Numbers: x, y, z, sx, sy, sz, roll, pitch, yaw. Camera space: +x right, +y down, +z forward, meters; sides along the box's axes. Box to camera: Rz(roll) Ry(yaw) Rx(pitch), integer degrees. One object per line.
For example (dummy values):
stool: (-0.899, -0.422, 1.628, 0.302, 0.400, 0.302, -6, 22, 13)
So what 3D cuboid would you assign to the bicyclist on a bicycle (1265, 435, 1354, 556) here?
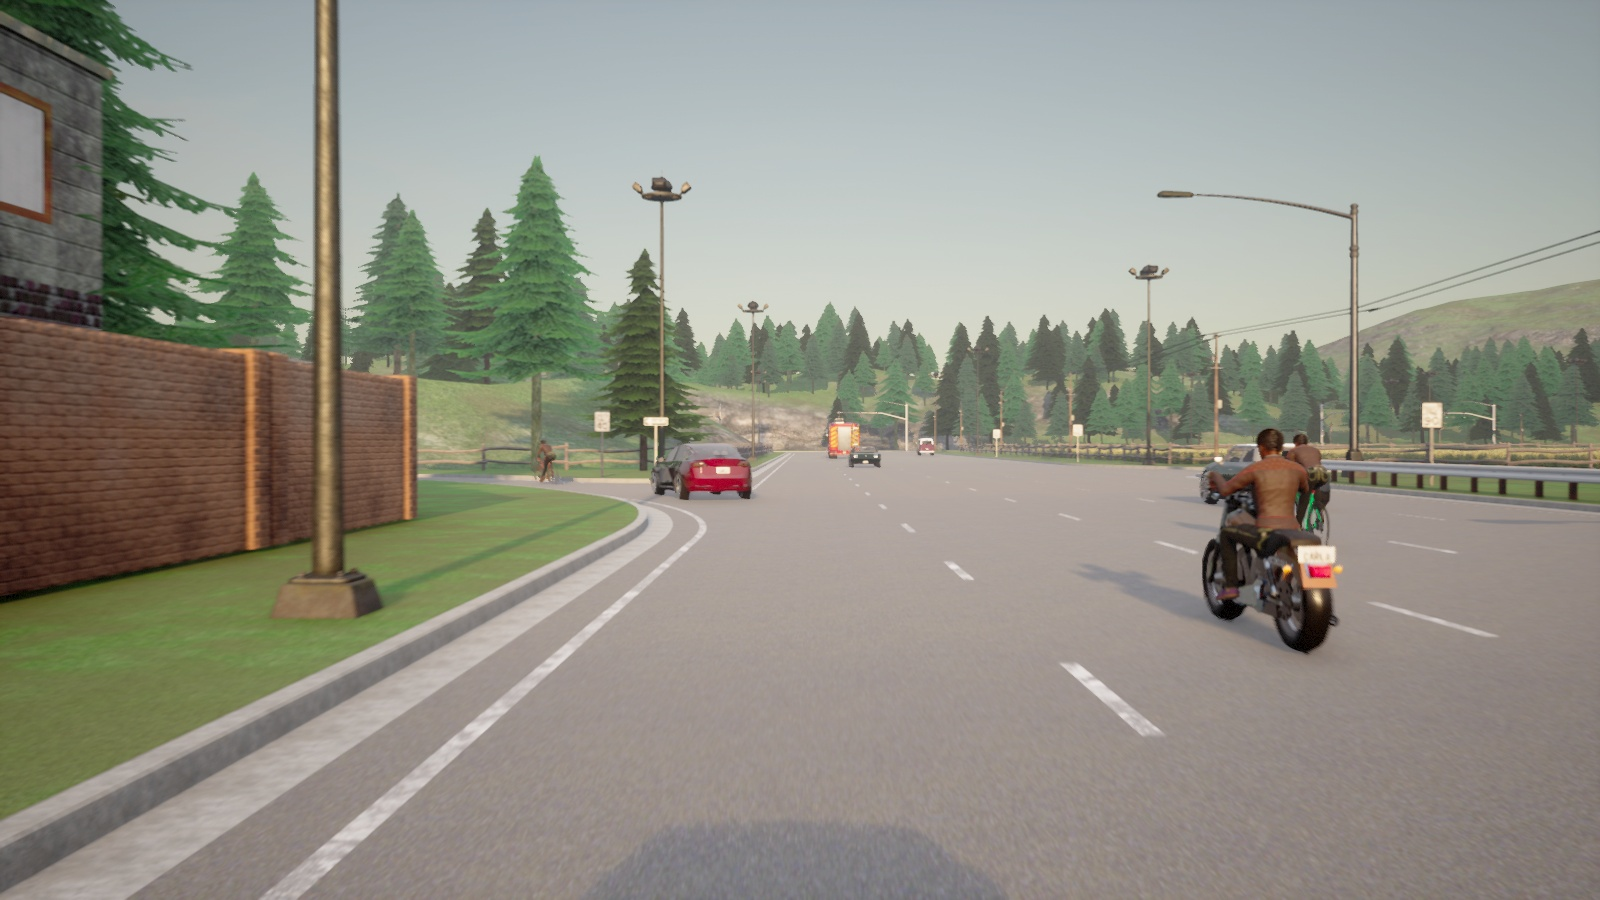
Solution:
bicyclist on a bicycle: (7.115, 0.606, 17.621, 0.582, 1.620, 1.656, 0, 0, 0)

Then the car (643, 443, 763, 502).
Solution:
car: (-2.761, 0.551, 34.465, 2.163, 1.488, 4.792, 0, 0, -19)

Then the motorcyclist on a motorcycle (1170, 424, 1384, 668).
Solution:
motorcyclist on a motorcycle: (3.570, 0.646, 9.673, 0.766, 1.649, 2.350, 0, 0, 0)

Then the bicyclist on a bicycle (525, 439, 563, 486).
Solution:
bicyclist on a bicycle: (-9.203, 0.439, 45.091, 0.582, 1.620, 1.656, -1, 1, -41)

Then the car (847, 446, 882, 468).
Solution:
car: (3.956, 0.414, 77.618, 1.895, 1.301, 4.718, 0, 0, 0)

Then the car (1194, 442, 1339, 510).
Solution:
car: (10.680, 0.558, 29.058, 1.970, 1.475, 3.806, 0, 0, 0)
